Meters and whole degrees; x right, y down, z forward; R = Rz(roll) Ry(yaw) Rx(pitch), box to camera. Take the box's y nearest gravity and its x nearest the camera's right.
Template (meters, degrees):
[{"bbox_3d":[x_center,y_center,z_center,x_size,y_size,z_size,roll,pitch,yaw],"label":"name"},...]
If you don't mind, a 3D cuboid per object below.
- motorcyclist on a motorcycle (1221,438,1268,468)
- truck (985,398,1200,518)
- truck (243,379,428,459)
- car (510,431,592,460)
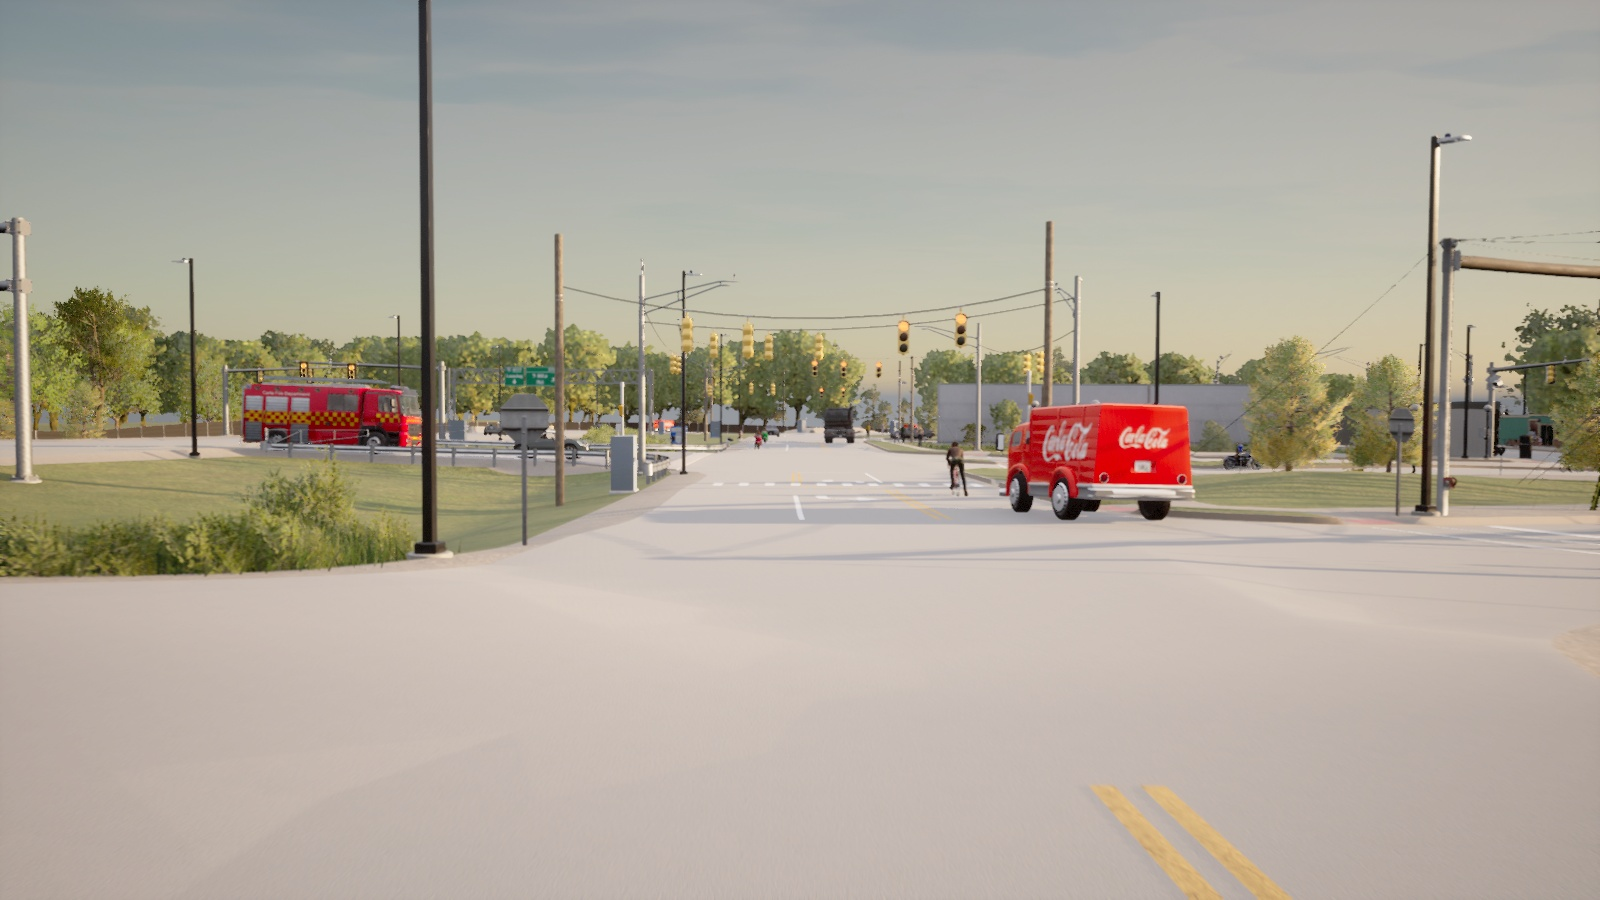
[{"bbox_3d":[25.055,0.155,70.803,2.350,1.649,0.766,0,2,-5],"label":"motorcyclist on a motorcycle"},{"bbox_3d":[6.505,0.206,28.720,2.627,2.467,5.204,1,-1,-15],"label":"truck"},{"bbox_3d":[-24.121,-1.621,65.470,8.468,3.827,2.891,2,1,0],"label":"truck"},{"bbox_3d":[-12.941,-0.230,65.487,3.806,1.475,1.970,0,1,4],"label":"car"}]
